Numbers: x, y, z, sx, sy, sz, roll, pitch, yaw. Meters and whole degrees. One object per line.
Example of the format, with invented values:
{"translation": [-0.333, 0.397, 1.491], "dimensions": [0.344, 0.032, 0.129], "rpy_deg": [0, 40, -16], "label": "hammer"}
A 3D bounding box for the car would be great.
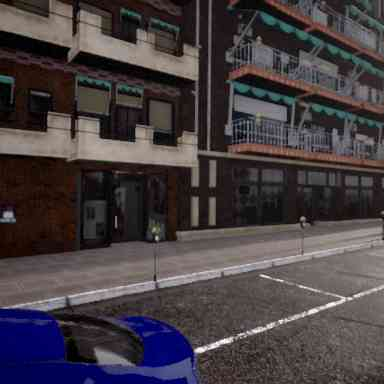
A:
{"translation": [-1.970, 1.525, 1.666], "dimensions": [4.674, 1.442, 1.812], "rpy_deg": [0, 0, -36], "label": "car"}
